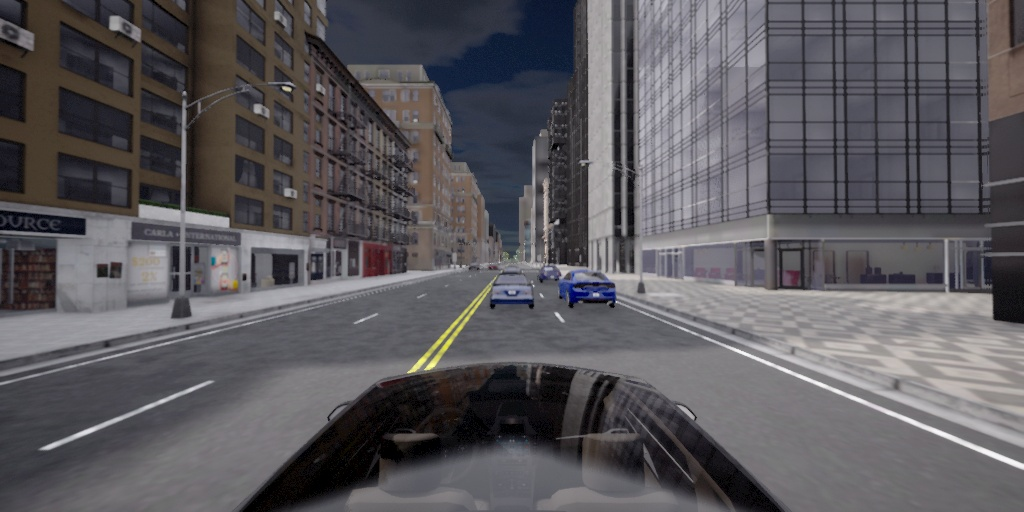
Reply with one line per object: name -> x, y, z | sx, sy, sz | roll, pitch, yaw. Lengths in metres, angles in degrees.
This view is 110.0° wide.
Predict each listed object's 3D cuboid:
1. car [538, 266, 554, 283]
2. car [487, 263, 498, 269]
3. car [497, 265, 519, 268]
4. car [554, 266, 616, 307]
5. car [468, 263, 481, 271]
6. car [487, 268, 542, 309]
car -> 3.254, 1.551, 31.214 | 1.812, 1.442, 4.674 | 0, 0, 0
car -> -3.298, 1.947, 63.495 | 1.895, 1.301, 4.718 | 0, -1, 1
car -> 0.001, 1.569, 30.831 | 2.033, 1.411, 5.357 | 0, -1, 0
car -> 3.255, 1.362, 16.309 | 1.882, 1.535, 5.008 | 0, 0, 0
car -> -6.541, 1.891, 63.222 | 2.033, 1.411, 5.357 | 0, -1, 1
car -> 0.001, 1.427, 15.831 | 2.033, 1.411, 5.357 | 0, -1, 0
